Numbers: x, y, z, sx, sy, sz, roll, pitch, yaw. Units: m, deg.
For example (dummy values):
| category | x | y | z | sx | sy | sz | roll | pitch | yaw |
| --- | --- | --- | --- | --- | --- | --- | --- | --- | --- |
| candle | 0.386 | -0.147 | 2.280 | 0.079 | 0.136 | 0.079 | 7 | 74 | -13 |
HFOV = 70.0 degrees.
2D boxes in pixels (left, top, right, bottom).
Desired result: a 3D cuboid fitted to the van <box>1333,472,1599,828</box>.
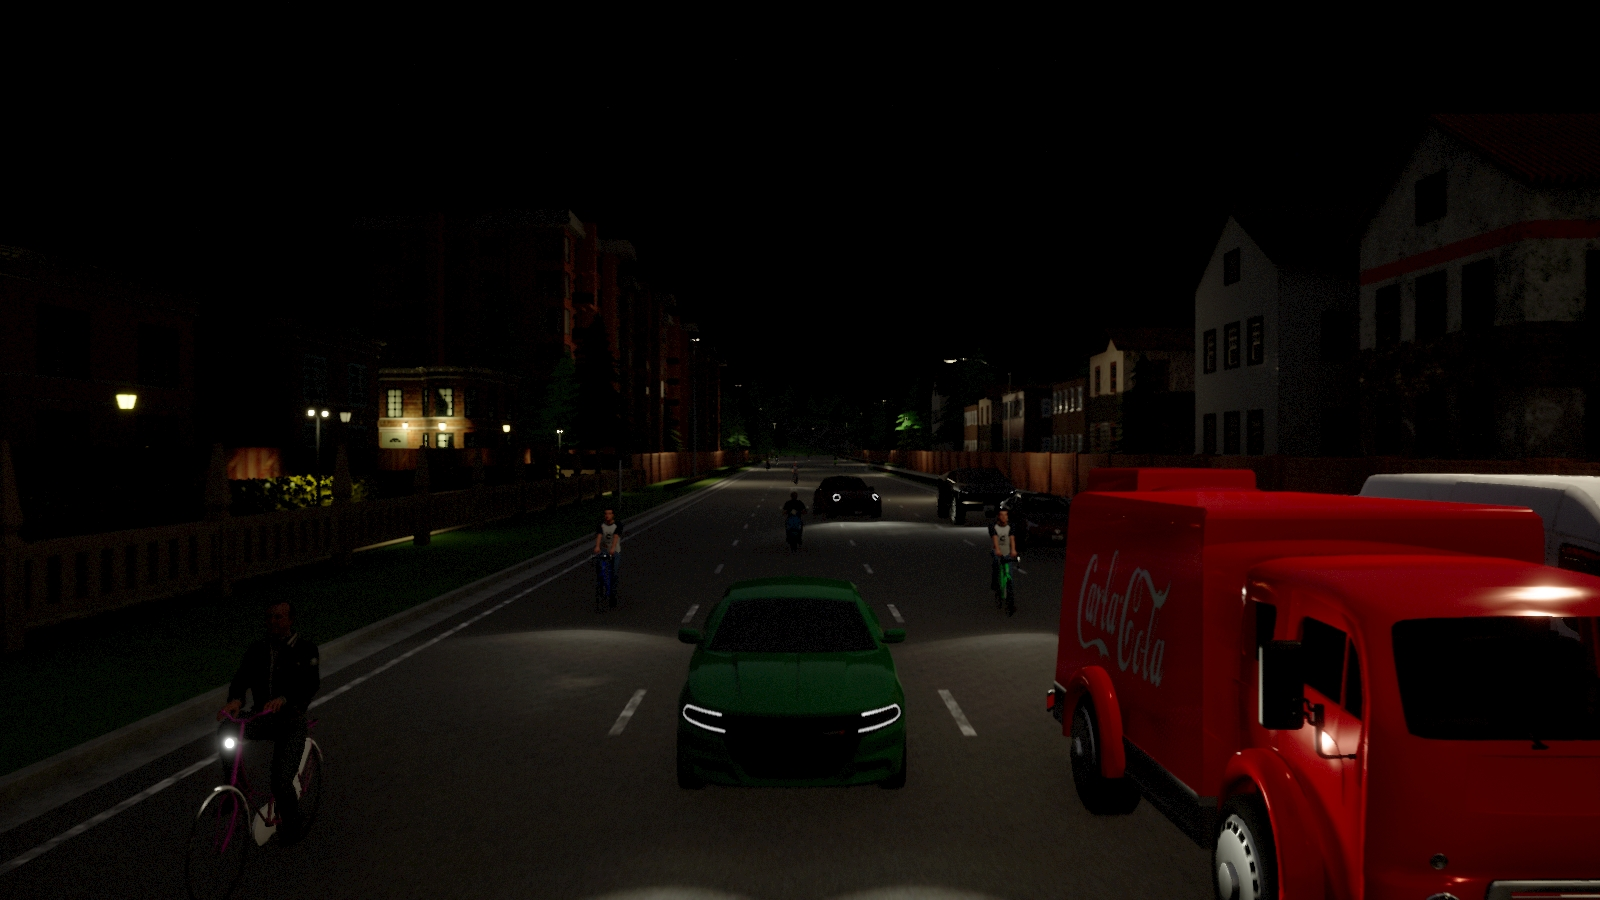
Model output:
| category | x | y | z | sx | sy | sz | roll | pitch | yaw |
| --- | --- | --- | --- | --- | --- | --- | --- | --- | --- |
| van | 6.933 | 1.528 | 9.757 | 1.988 | 2.561 | 5.915 | 0 | 0 | 0 |

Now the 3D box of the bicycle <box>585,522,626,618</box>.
| category | x | y | z | sx | sy | sz | roll | pitch | yaw |
| --- | --- | --- | --- | --- | --- | --- | --- | --- | --- |
| bicycle | -3.360 | 2.043 | 19.830 | 0.373 | 1.496 | 1.643 | 1 | 0 | 2 |

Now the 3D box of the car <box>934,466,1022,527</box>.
| category | x | y | z | sx | sy | sz | roll | pitch | yaw |
| --- | --- | --- | --- | --- | --- | --- | --- | --- | --- |
| car | 6.773 | 1.728 | 44.146 | 2.390 | 2.098 | 6.274 | 0 | 0 | 0 |

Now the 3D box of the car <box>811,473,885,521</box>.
| category | x | y | z | sx | sy | sz | roll | pitch | yaw |
| --- | --- | --- | --- | --- | --- | --- | --- | --- | --- |
| car | 1.900 | 1.879 | 46.990 | 2.097 | 1.767 | 4.553 | 0 | 0 | -10 |

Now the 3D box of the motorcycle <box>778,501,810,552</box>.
| category | x | y | z | sx | sy | sz | roll | pitch | yaw |
| --- | --- | --- | --- | --- | --- | --- | --- | --- | --- |
| motorcycle | -0.164 | 2.123 | 31.935 | 0.856 | 1.316 | 1.805 | 0 | 0 | 0 |

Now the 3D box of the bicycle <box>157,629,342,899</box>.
| category | x | y | z | sx | sy | sz | roll | pitch | yaw |
| --- | --- | --- | --- | --- | --- | --- | --- | --- | --- |
| bicycle | -3.549 | 2.055 | 7.518 | 0.329 | 1.471 | 1.835 | 0 | 0 | 0 |

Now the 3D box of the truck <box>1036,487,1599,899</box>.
| category | x | y | z | sx | sy | sz | roll | pitch | yaw |
| --- | --- | --- | --- | --- | --- | --- | --- | --- | --- |
| truck | 3.438 | 1.563 | 7.648 | 2.627 | 2.467 | 5.204 | 0 | 0 | 0 |

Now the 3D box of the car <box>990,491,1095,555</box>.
| category | x | y | z | sx | sy | sz | roll | pitch | yaw |
| --- | --- | --- | --- | --- | --- | --- | --- | --- | --- |
| car | 6.824 | 2.020 | 32.612 | 2.007 | 1.525 | 4.514 | 0 | 0 | 0 |

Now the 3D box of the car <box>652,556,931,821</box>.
| category | x | y | z | sx | sy | sz | roll | pitch | yaw |
| --- | --- | --- | --- | --- | --- | --- | --- | --- | --- |
| car | -0.076 | 2.027 | 11.099 | 2.097 | 1.535 | 5.006 | 0 | 0 | 0 |

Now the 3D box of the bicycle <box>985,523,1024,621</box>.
| category | x | y | z | sx | sy | sz | roll | pitch | yaw |
| --- | --- | --- | --- | --- | --- | --- | --- | --- | --- |
| bicycle | 3.473 | 2.044 | 19.458 | 0.373 | 1.496 | 1.643 | 0 | 0 | 0 |
